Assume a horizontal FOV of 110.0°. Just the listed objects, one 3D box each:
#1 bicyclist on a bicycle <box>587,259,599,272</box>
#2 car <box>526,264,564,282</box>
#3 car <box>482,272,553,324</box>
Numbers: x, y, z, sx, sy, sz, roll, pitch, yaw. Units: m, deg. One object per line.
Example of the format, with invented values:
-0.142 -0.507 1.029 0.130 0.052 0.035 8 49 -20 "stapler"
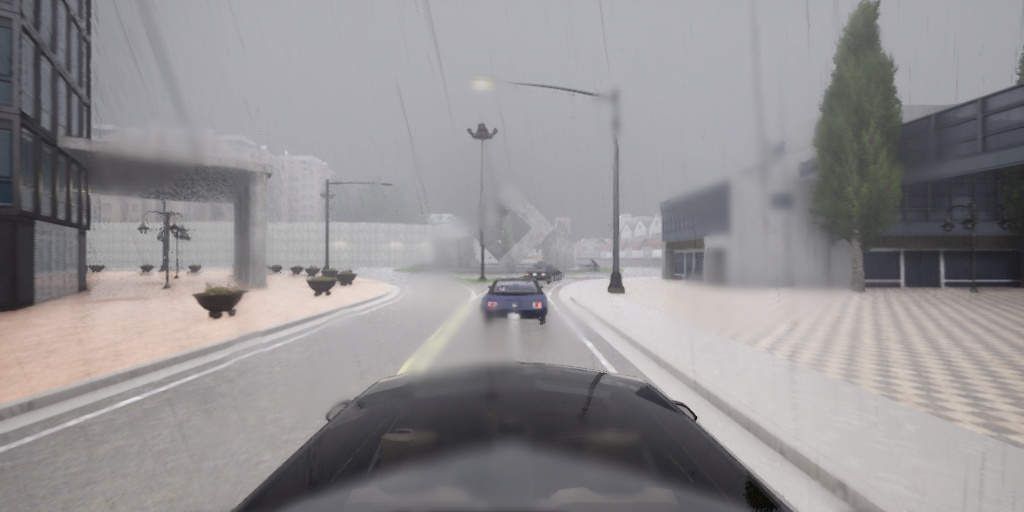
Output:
10.012 1.148 44.345 1.656 1.620 0.582 -1 0 30 "bicyclist on a bicycle"
2.547 1.354 27.655 2.033 1.411 5.357 0 0 22 "car"
0.125 1.374 12.014 1.895 1.301 4.718 0 0 1 "car"
